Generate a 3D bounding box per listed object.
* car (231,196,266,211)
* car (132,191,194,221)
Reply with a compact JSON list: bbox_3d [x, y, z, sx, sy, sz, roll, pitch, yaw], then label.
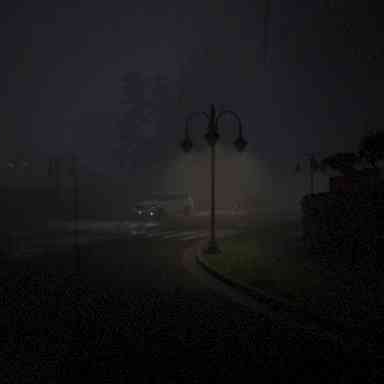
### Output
[{"bbox_3d":[6.256,1.208,36.582,2.128,1.511,4.902,0,0,43],"label":"car"},{"bbox_3d":[-2.098,1.011,25.899,2.150,2.045,5.566,0,2,36],"label":"car"}]
